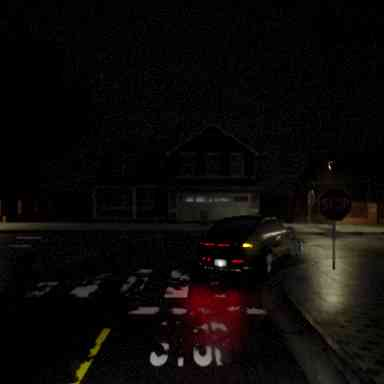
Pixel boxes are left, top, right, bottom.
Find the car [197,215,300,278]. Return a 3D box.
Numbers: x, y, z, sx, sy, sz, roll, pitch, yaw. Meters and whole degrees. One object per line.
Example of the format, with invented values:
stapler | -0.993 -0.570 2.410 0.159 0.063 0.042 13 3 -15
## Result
car | 1.892 1.471 10.236 1.837 1.490 4.892 -2 -1 29
